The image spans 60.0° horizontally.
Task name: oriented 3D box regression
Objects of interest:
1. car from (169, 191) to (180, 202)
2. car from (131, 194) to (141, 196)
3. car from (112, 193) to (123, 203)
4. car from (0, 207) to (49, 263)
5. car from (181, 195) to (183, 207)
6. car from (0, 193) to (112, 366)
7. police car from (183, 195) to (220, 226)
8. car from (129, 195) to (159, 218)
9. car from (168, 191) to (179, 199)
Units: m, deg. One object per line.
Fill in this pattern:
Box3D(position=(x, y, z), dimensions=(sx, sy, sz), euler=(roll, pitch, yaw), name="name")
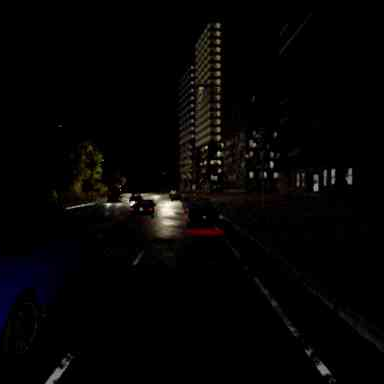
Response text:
Box3D(position=(-2.451, 0.948, 55.625), dimensions=(1.994, 1.385, 4.181), euler=(0, 1, -5), name="car")
Box3D(position=(-8.746, 0.970, 52.317), dimensions=(2.033, 1.411, 5.357), euler=(0, 1, -4), name="car")
Box3D(position=(-11.994, 0.933, 51.988), dimensions=(1.837, 1.490, 4.892), euler=(0, 1, -4), name="car")
Box3D(position=(-6.719, 1.383, 11.075), dimensions=(1.837, 1.490, 4.892), euler=(0, 1, -1), name="car")
Box3D(position=(0.202, 1.112, 31.251), dimensions=(1.882, 1.535, 5.008), euler=(0, 1, -3), name="car")
Box3D(position=(-3.202, 1.158, 5.814), dimensions=(2.150, 2.045, 5.566), euler=(0, 1, 0), name="car")
Box3D(position=(0.617, 1.172, 21.276), dimensions=(1.930, 1.638, 5.238), euler=(0, 1, -2), name="police car")
Box3D(position=(-3.716, 1.245, 26.176), dimensions=(2.033, 1.411, 5.357), euler=(0, 1, -2), name="car")
Box3D(position=(-3.974, 0.579, 70.869), dimensions=(2.128, 1.511, 4.902), euler=(0, 1, -7), name="car")
